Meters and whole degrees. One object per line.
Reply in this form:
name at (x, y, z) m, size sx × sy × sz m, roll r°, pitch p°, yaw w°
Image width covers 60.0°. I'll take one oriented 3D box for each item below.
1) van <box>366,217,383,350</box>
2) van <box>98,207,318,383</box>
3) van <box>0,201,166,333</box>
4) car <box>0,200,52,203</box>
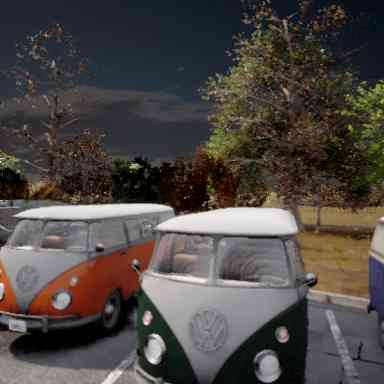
van at (3.110, 1.260, 3.155) m, size 1.878 × 1.987 × 4.442 m, roll 1°, pitch -1°, yaw 16°
van at (0.685, 1.253, 4.884) m, size 1.878 × 1.987 × 4.442 m, roll 1°, pitch -1°, yaw 16°
van at (-1.739, 1.246, 6.613) m, size 1.878 × 1.987 × 4.442 m, roll 1°, pitch -1°, yaw 16°
car at (-4.126, 1.215, 8.486) m, size 2.435 × 2.045 × 5.566 m, roll 0°, pitch -1°, yaw 16°
